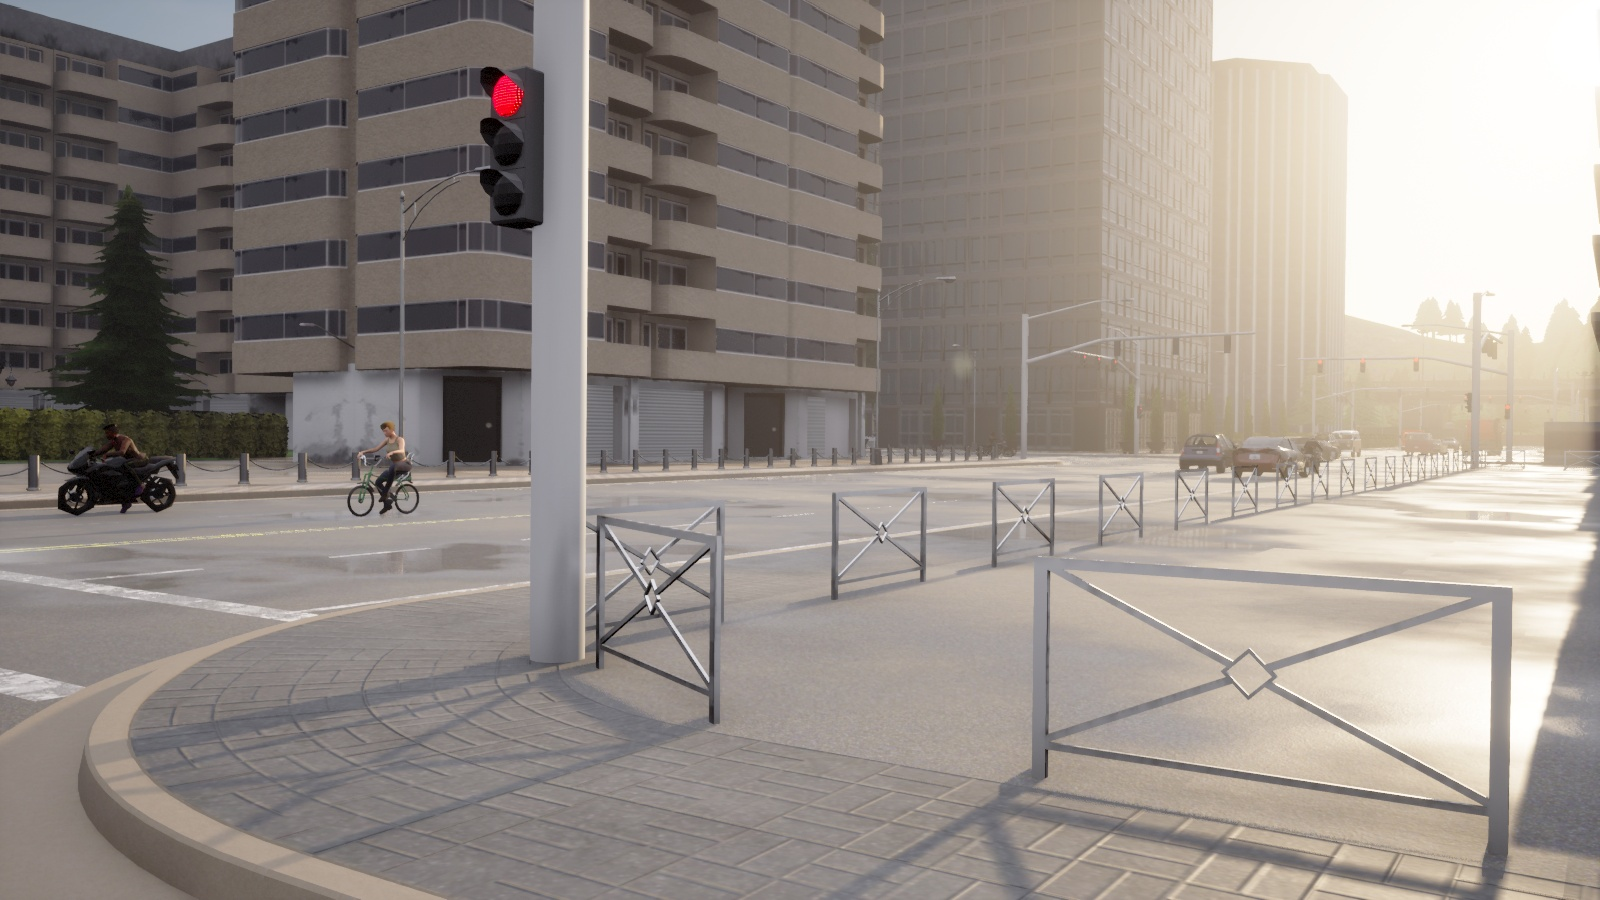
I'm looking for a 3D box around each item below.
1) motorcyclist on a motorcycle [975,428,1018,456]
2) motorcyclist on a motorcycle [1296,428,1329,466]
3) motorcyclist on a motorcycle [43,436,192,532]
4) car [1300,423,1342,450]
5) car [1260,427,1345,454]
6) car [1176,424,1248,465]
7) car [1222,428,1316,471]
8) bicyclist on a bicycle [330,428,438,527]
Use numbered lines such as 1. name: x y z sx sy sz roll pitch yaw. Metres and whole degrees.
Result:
1. motorcyclist on a motorcycle: 11.457 -0.477 73.209 2.350 1.649 0.766 0 1 33
2. motorcyclist on a motorcycle: 21.191 -0.134 51.919 0.866 1.530 2.191 0 1 33
3. motorcyclist on a motorcycle: -11.443 0.529 21.112 0.797 1.523 2.044 0 1 33
4. car: 36.743 -0.994 88.571 1.932 1.855 4.605 0 1 33
5. car: 29.901 -0.583 74.721 4.892 1.490 1.837 -1 1 -25
6. car: 17.102 -0.237 52.055 1.851 1.617 3.988 0 1 33
7. car: 17.128 -0.048 45.693 2.163 1.488 4.792 0 1 33
8. bicyclist on a bicycle: -7.076 0.440 21.409 0.866 1.612 1.509 0 1 33
